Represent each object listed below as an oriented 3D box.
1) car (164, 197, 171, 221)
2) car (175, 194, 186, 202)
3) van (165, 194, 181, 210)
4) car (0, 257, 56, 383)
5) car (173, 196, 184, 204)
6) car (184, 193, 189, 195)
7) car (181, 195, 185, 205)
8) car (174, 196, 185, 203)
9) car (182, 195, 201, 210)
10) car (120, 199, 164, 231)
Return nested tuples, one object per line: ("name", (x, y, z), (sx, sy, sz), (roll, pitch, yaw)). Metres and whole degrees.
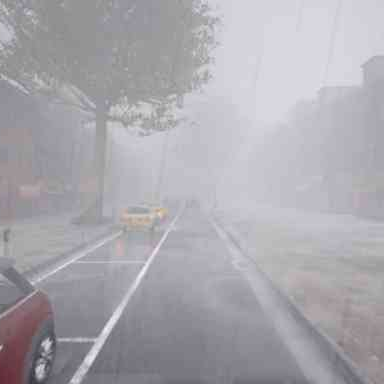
("car", (-3.006, 1.450, 26.908), (1.882, 1.535, 5.008), (0, 0, 0))
("car", (-2.590, 1.297, 74.341), (2.192, 1.841, 5.009), (1, 0, 0))
("van", (-2.600, 1.311, 41.130), (1.690, 1.788, 3.998), (2, 0, 0))
("car", (-2.613, 1.437, 2.385), (1.967, 1.590, 4.097), (2, 0, 0))
("car", (-2.599, 1.519, 63.271), (1.887, 1.381, 4.507), (2, 0, 0))
("car", (0.033, 1.449, 54.723), (1.882, 1.535, 5.008), (0, 0, 1))
("car", (-2.603, 1.537, 52.201), (1.947, 1.339, 4.313), (2, 0, 0))
("car", (-2.597, 1.528, 68.807), (2.008, 1.369, 4.403), (1, 0, 0))
("car", (0.074, 1.470, 42.109), (1.837, 1.490, 4.892), (0, -1, 0))
("car", (-3.019, 1.434, 20.096), (1.801, 1.575, 5.366), (0, 0, 0))
